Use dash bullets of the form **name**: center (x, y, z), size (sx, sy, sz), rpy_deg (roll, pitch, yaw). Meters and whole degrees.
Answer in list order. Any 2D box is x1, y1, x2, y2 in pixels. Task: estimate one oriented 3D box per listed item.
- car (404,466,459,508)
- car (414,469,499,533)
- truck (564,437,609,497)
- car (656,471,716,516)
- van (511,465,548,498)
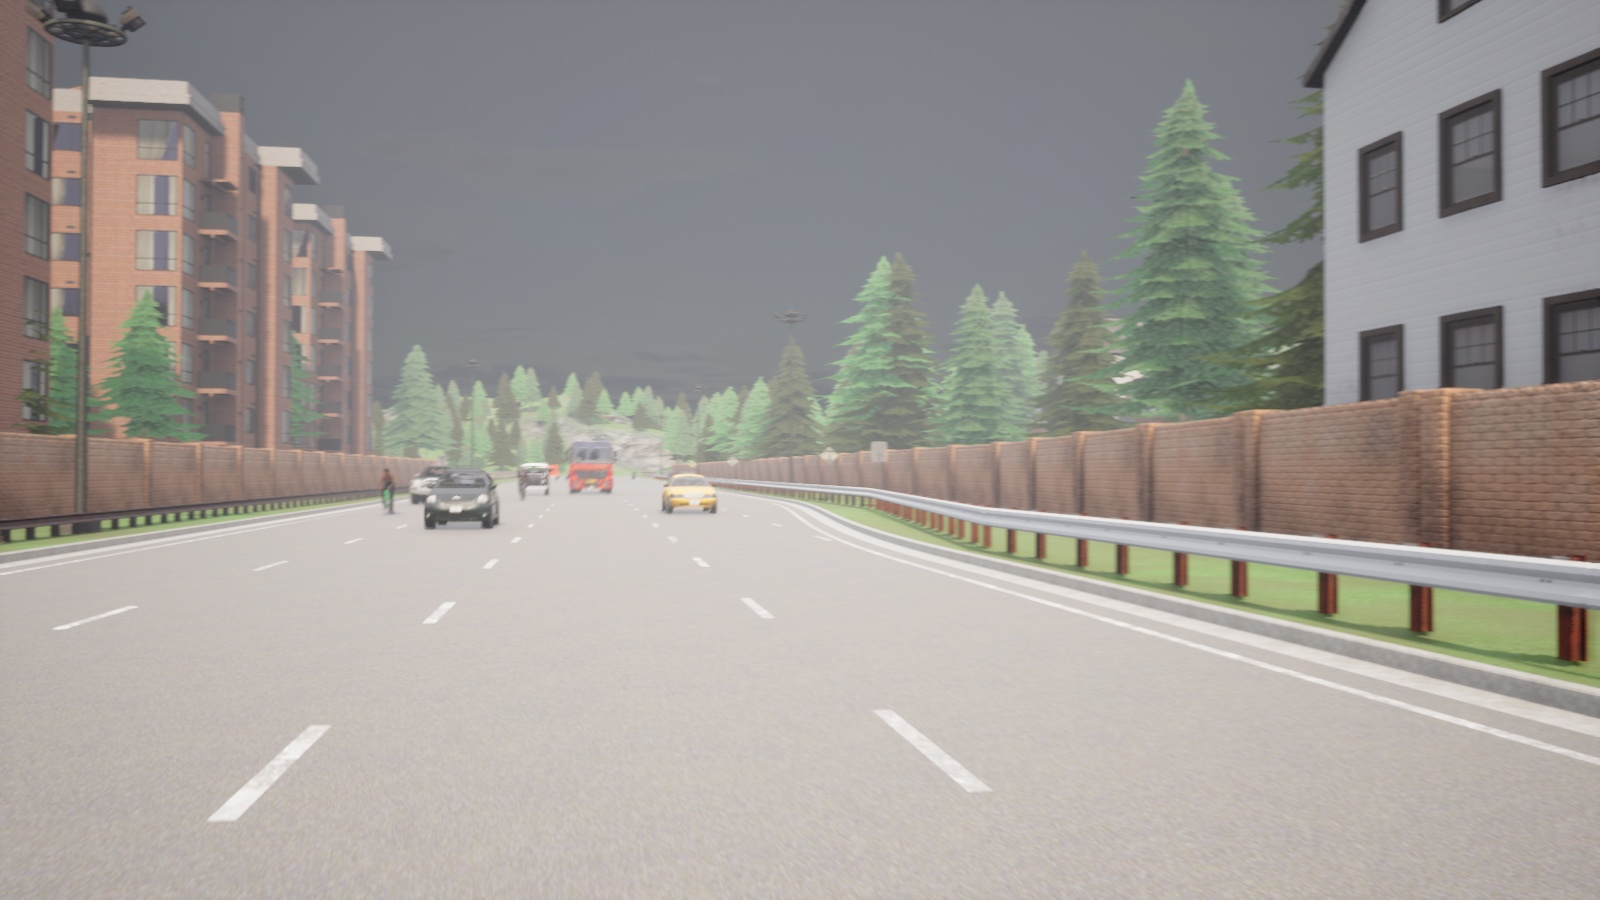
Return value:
- **car**: center (-16.840, 1.694, 57.628), size (1.932, 1.855, 4.605), rpy_deg (0, -2, -10)
- **car**: center (-9.245, 1.336, 34.080), size (1.851, 1.617, 3.988), rpy_deg (0, -1, -10)
- **truck**: center (-14.553, 1.171, 85.637), size (2.891, 3.827, 8.468), rpy_deg (0, -1, -10)
- **car**: center (-4.303, 1.563, 46.660), size (1.801, 1.575, 5.366), rpy_deg (0, -1, -10)
- **van**: center (-16.966, 1.960, 79.022), size (2.069, 2.038, 4.480), rpy_deg (0, -1, -10)
